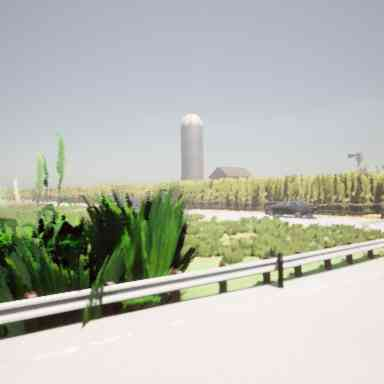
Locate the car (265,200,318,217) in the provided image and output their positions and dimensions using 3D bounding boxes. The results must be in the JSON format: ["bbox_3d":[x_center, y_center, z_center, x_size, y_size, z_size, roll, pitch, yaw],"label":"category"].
[{"bbox_3d":[8.827,1.489,29.914,2.128,1.511,4.902,-2,1,-41],"label":"car"}]
